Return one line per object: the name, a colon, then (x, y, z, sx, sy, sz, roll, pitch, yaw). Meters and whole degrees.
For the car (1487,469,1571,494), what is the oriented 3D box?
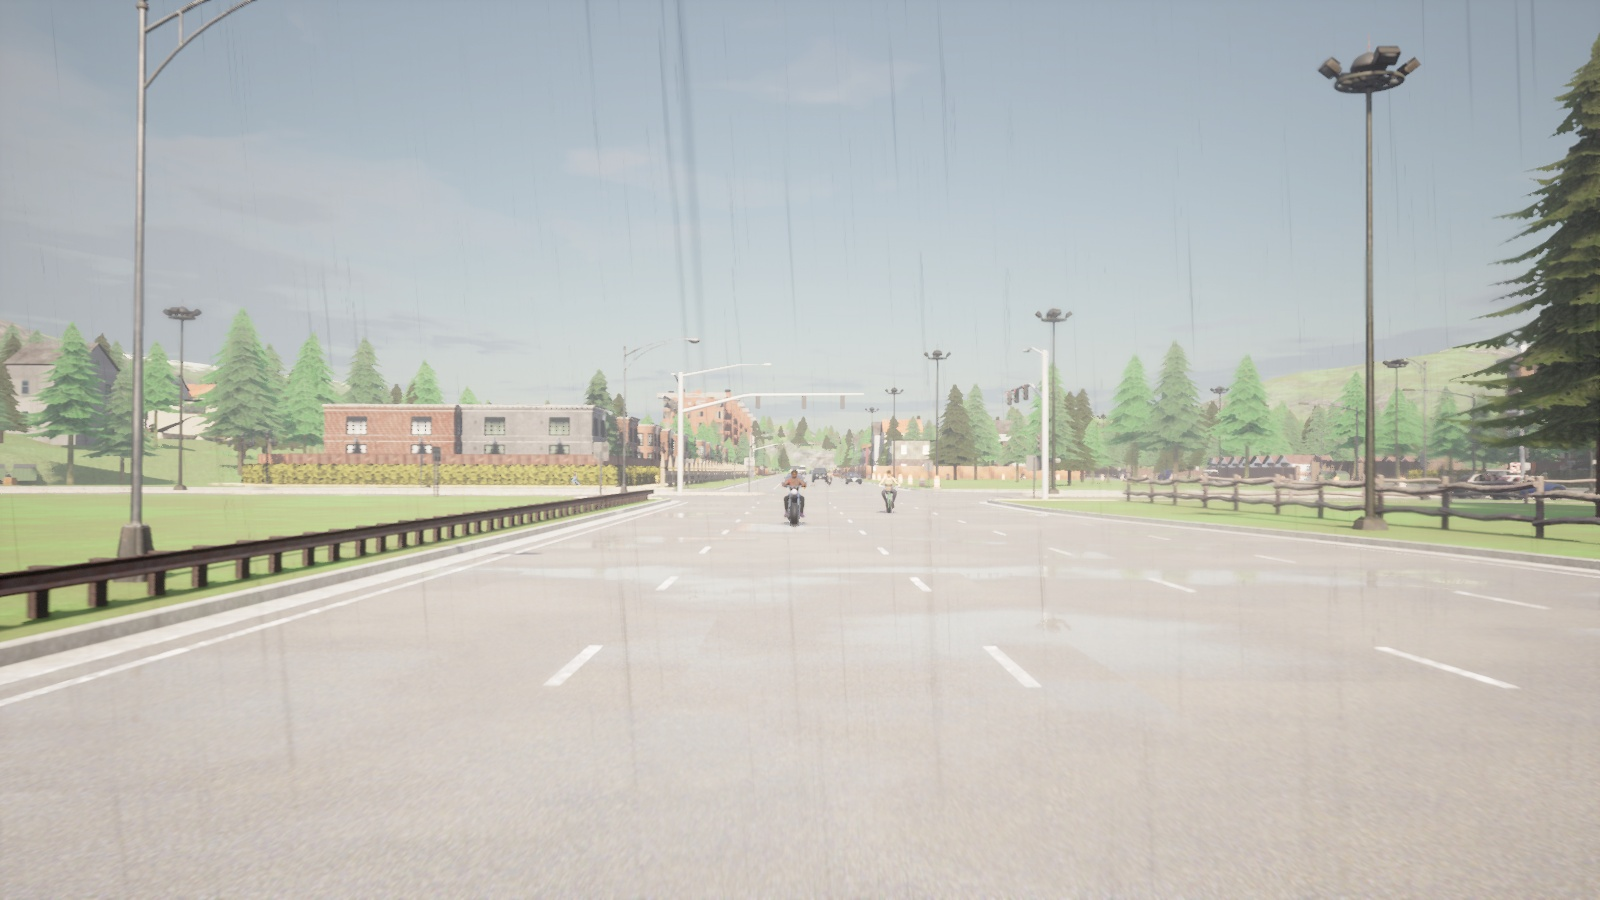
car: (42.704, 1.842, 73.620, 3.806, 1.475, 1.970, 0, -1, 0)

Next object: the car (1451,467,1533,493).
car: (42.466, 1.834, 77.123, 3.988, 1.617, 1.851, 0, -1, 0)

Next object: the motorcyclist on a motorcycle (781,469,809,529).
motorcyclist on a motorcycle: (-0.147, 1.362, 35.641, 0.766, 1.649, 2.350, 0, -1, 0)
